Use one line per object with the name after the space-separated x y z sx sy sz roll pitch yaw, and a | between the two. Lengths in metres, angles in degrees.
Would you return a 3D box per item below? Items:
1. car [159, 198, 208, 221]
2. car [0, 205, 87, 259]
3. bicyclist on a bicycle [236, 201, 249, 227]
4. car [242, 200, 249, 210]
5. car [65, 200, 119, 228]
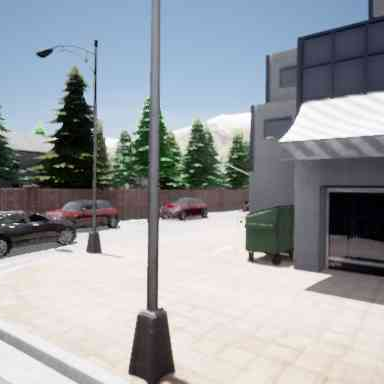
-0.649 1.269 26.853 2.097 1.767 4.553 1 1 36 | car
-6.630 1.480 12.789 1.837 1.490 4.892 -3 -1 26 | car
3.349 1.338 19.670 1.656 1.620 0.582 1 0 36 | bicyclist on a bicycle
7.521 1.278 37.877 2.097 1.767 4.553 1 0 35 | car
-6.428 1.266 19.038 2.097 1.767 4.553 1 1 36 | car
